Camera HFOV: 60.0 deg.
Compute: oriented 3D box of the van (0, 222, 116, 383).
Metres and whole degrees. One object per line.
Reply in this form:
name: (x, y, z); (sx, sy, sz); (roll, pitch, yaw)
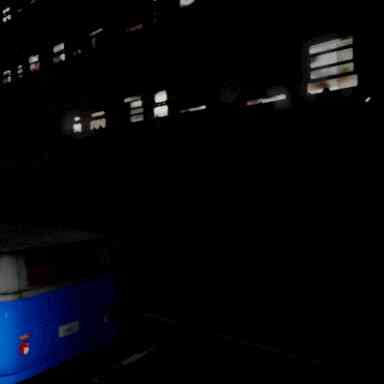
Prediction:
van: (-2.945, 1.378, 4.978); (3.998, 1.788, 1.690); (-1, -1, 35)
